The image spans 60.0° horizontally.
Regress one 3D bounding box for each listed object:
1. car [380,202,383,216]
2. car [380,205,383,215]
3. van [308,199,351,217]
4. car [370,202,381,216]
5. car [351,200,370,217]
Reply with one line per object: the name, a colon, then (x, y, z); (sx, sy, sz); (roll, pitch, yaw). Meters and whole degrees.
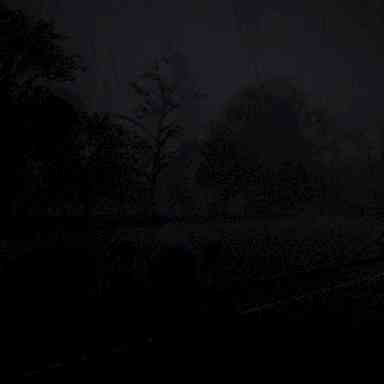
car: (23.058, 2.436, 44.762); (2.231, 1.521, 4.892); (3, -2, -35)
car: (32.075, 2.891, 51.188); (2.097, 1.535, 5.008); (3, -2, -35)
van: (16.134, 1.888, 39.981); (1.878, 1.987, 4.442); (2, -1, -35)
car: (20.910, 2.320, 43.012); (1.946, 1.575, 5.366); (3, -2, -35)
car: (18.541, 1.964, 41.586); (2.435, 2.045, 5.566); (2, -1, -35)
